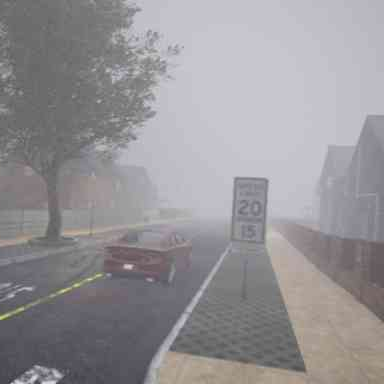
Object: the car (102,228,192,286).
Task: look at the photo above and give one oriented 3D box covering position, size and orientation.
[{"bbox_3d":[-1.232,1.949,11.202,1.882,1.535,5.008,4,-2,11],"label":"car"}]
